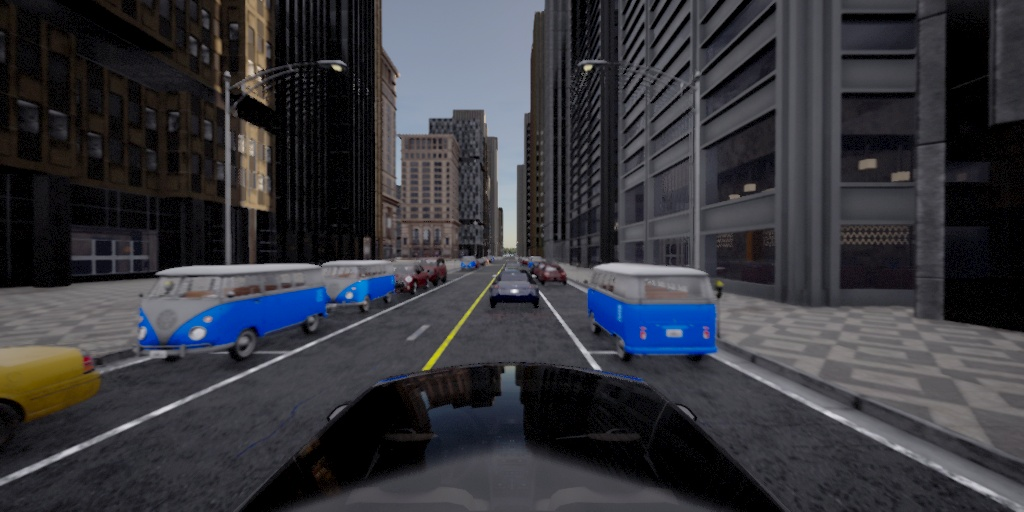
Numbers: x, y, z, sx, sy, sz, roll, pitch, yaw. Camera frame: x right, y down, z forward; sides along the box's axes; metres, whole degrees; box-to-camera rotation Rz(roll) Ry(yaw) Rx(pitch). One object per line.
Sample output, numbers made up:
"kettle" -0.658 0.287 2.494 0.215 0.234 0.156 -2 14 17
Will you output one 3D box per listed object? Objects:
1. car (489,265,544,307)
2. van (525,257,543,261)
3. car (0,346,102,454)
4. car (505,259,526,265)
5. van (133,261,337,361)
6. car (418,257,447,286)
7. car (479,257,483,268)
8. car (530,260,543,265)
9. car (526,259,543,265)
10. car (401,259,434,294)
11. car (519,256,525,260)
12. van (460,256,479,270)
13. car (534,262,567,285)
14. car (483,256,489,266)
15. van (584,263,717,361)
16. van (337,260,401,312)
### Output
"car" 0.095 1.271 15.329 1.994 1.385 4.181 0 0 0
"van" 2.759 0.962 41.790 1.690 1.789 3.998 0 0 0
"car" -5.763 1.274 2.130 1.751 1.417 4.829 0 0 0
"car" 0.095 1.249 33.555 1.895 1.301 4.718 0 0 0
"van" -5.763 1.071 7.940 1.690 1.789 3.998 0 0 0
"car" -5.765 0.992 24.863 2.192 1.841 5.009 0 0 0
"car" -5.768 1.130 53.068 1.888 1.381 4.507 0 0 0
"car" 2.760 1.240 30.509 1.802 1.307 4.207 0 0 0
"car" 2.759 1.206 36.149 1.948 1.339 4.313 0 0 0
"car" -5.764 1.135 19.222 1.967 1.591 4.097 0 0 0
"car" 2.757 1.092 64.353 1.888 1.381 4.507 0 0 0
"van" -5.767 0.944 47.427 1.690 1.789 3.998 0 0 0
"car" 2.760 1.258 24.868 1.802 1.307 4.207 0 0 0
"car" -5.769 1.113 64.349 1.948 1.339 4.313 0 0 0
"van" 2.762 1.071 7.946 1.690 1.789 3.998 0 0 0
"van" -5.764 1.054 13.581 1.690 1.789 3.998 0 0 0
